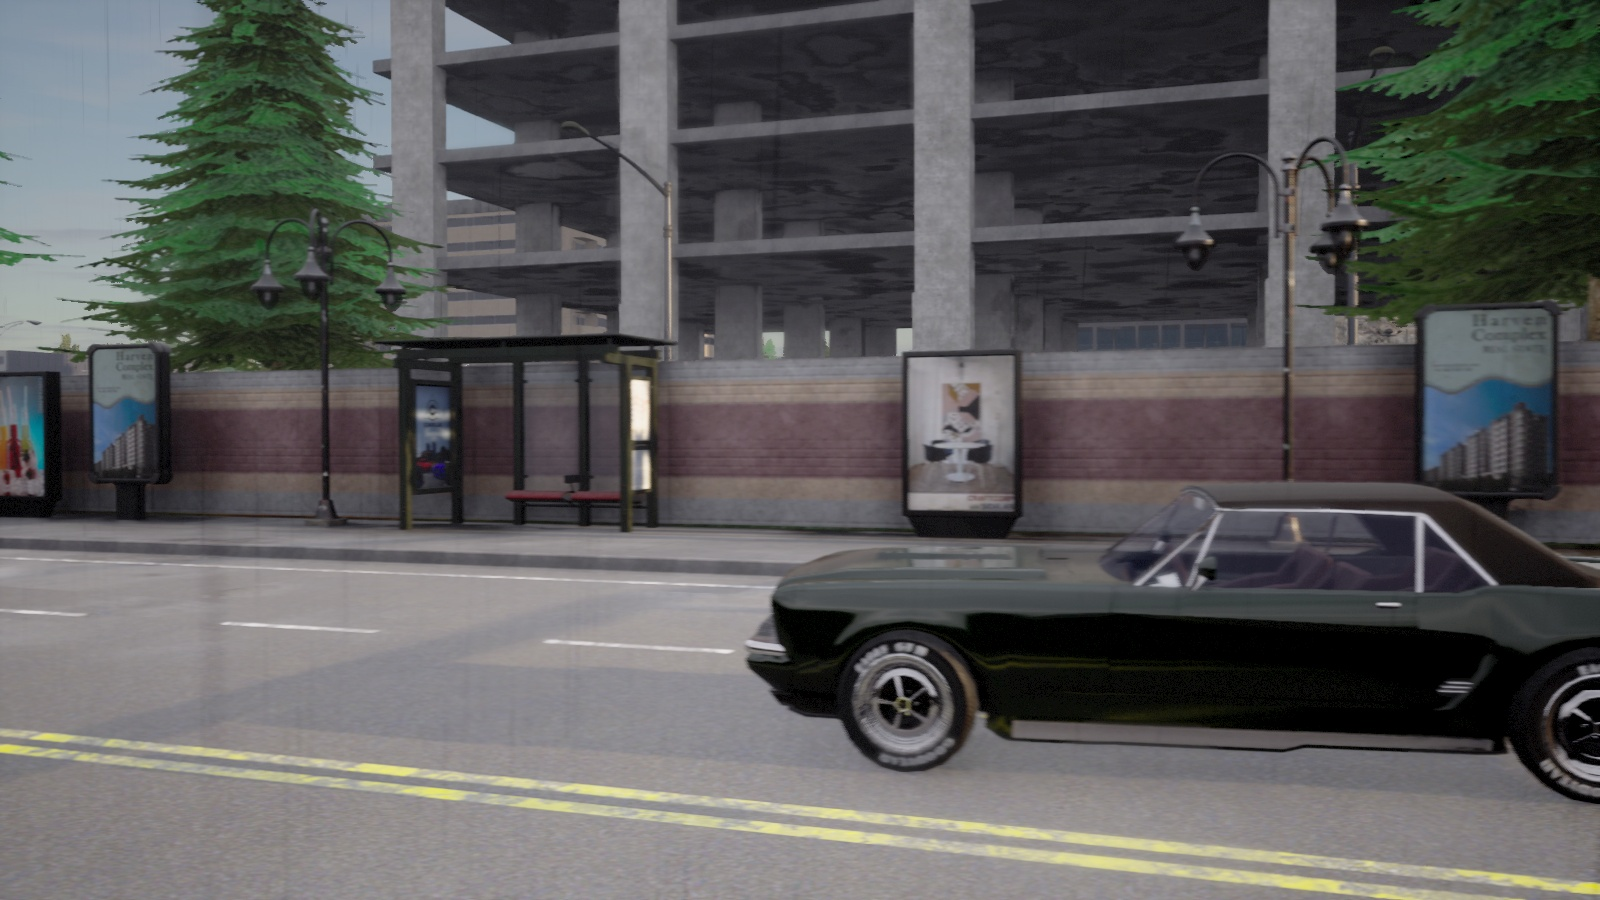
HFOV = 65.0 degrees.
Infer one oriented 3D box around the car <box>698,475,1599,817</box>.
[{"bbox_3d":[2.018,0.833,6.352,4.718,1.301,1.895,0,1,11],"label":"car"}]
